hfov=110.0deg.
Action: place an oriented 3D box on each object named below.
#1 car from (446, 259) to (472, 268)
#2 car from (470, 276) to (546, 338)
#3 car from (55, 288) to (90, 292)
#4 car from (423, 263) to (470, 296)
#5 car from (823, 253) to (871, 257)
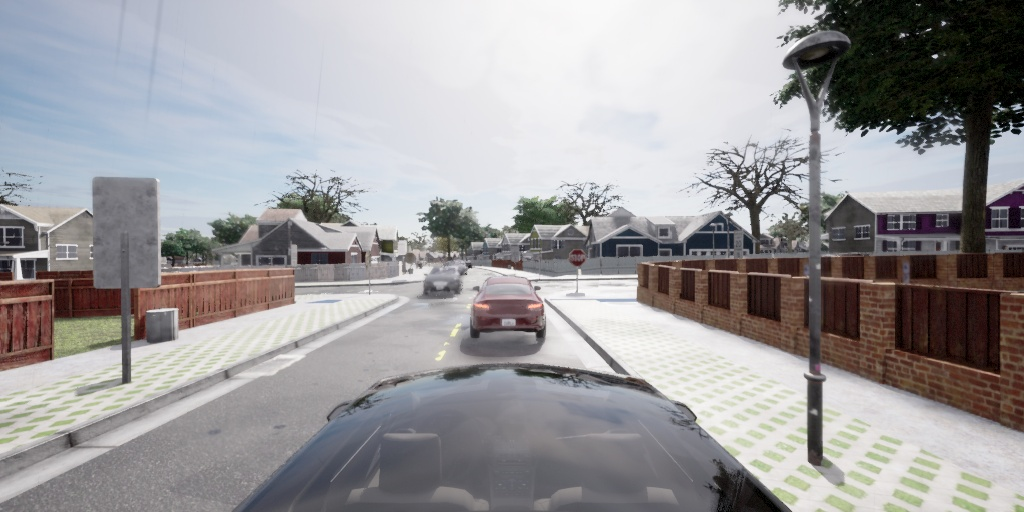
[{"bbox_3d":[-5.876,1.366,39.527,2.128,1.511,4.902,0,0,-9],"label":"car"},{"bbox_3d":[-0.133,1.280,10.065,1.812,1.442,4.674,0,0,-2],"label":"car"},{"bbox_3d":[-25.631,1.955,19.323,4.718,1.301,1.895,-1,1,-11],"label":"car"},{"bbox_3d":[-3.606,1.302,19.426,2.128,1.511,4.902,0,-2,-5],"label":"car"},{"bbox_3d":[21.459,0.612,23.795,4.553,1.767,2.097,-1,0,7],"label":"car"}]
